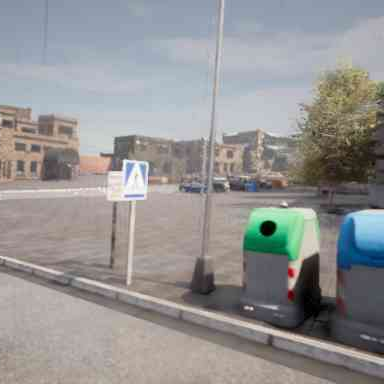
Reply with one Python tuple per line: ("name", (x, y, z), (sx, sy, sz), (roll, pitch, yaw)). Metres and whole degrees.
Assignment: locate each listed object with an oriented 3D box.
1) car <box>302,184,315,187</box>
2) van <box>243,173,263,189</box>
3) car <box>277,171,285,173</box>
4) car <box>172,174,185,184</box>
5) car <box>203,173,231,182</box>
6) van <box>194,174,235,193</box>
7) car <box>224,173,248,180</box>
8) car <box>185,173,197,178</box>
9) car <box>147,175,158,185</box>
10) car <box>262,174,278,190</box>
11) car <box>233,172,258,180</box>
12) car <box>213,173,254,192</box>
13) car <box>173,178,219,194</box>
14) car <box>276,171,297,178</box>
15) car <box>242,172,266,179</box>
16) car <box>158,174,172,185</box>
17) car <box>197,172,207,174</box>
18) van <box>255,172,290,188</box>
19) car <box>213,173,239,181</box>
("car", (17.426, -1.757, 56.083), (4.892, 1.521, 2.231), (5, 8, 33))
("van", (7.667, -1.313, 49.008), (4.442, 1.987, 1.878), (5, 8, 33))
("car", (18.841, -4.080, 79.447), (5.008, 1.535, 2.097), (3, 6, 32))
("car", (-4.326, -2.340, 61.420), (4.792, 1.488, 2.163), (3, 6, 32))
("car", (5.113, -3.052, 68.561), (5.366, 1.575, 1.946), (3, 6, 32))
("van", (3.035, -0.960, 45.345), (4.442, 1.987, 1.878), (5, 7, 33))
("car", (9.602, -3.368, 72.252), (4.792, 1.488, 2.163), (3, 6, 32))
("car", (-1.961, -2.664, 63.193), (4.553, 1.767, 2.185), (3, 6, 32))
("car", (-8.903, -1.992, 57.751), (4.792, 1.488, 2.163), (3, 6, 32))
("car", (10.158, -1.377, 50.750), (4.553, 1.767, 2.185), (5, 7, 33))
("car", (11.886, -3.570, 74.072), (5.008, 1.535, 2.097), (3, 6, 32))
("car", (5.325, -1.163, 47.186), (5.566, 2.045, 2.435), (5, 8, 33))
("car", (0.517, -0.575, 43.666), (5.008, 1.535, 2.097), (5, 7, 33))
("car", (23.476, -4.372, 83.045), (4.674, 1.452, 2.002), (3, 5, 32))
("car", (14.208, -3.738, 75.859), (4.892, 1.521, 2.231), (3, 6, 32))
("car", (-6.592, -2.319, 59.553), (4.553, 1.767, 2.185), (3, 6, 32))
("car", (0.328, -2.714, 65.048), (5.008, 1.535, 2.097), (3, 6, 32))
("van", (12.700, -1.636, 52.436), (4.442, 1.987, 1.878), (5, 7, 33))
("car", (7.260, -3.228, 70.470), (5.008, 1.535, 2.097), (3, 6, 32))
